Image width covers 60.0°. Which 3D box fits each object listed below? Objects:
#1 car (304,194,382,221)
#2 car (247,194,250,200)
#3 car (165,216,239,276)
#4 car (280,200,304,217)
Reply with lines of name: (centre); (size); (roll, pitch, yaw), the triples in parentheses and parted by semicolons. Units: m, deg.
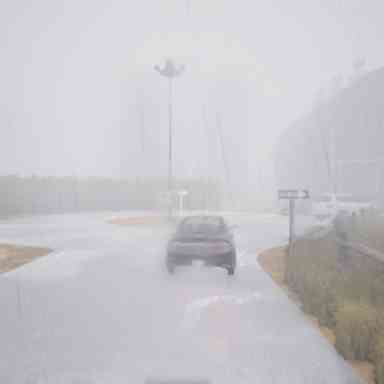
car: (11.465, 1.162, 24.672); (5.566, 2.045, 2.150); (0, -2, -23)
car: (12.959, 1.171, 81.044); (1.994, 1.381, 4.181); (0, 0, -1)
car: (0.406, 1.478, 10.395); (2.128, 1.511, 4.902); (0, 0, 6)
car: (9.999, 1.279, 29.089); (4.553, 1.767, 2.097); (0, 0, 12)
